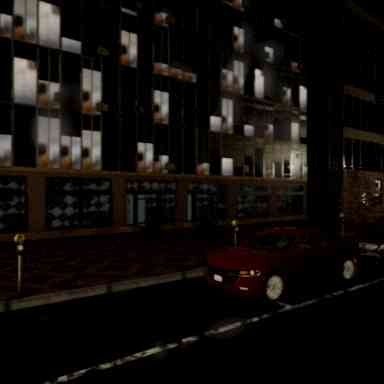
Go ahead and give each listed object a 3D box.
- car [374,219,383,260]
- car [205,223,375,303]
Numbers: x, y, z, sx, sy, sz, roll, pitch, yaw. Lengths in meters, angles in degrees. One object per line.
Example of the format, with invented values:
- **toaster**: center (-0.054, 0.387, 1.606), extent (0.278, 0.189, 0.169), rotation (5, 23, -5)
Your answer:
- **car**: center (7.014, 1.604, 11.556), extent (4.206, 1.307, 1.802), rotation (0, 0, -35)
- **car**: center (2.378, 1.557, 8.251), extent (4.507, 1.381, 1.887), rotation (0, 0, -35)
